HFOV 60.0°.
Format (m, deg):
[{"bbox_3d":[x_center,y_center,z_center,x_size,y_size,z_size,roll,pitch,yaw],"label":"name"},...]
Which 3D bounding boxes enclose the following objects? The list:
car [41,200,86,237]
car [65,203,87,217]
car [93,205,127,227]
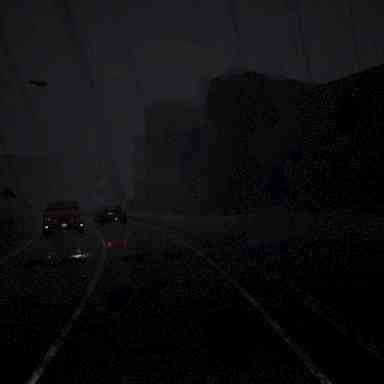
[{"bbox_3d":[-8.110,1.535,20.943,2.150,2.045,5.566,-2,-1,-22],"label":"car"},{"bbox_3d":[-14.002,2.075,40.052,1.812,1.442,4.674,-2,0,-27],"label":"car"},{"bbox_3d":[-6.389,1.749,25.662,2.128,1.511,4.902,-2,0,-25],"label":"car"}]
